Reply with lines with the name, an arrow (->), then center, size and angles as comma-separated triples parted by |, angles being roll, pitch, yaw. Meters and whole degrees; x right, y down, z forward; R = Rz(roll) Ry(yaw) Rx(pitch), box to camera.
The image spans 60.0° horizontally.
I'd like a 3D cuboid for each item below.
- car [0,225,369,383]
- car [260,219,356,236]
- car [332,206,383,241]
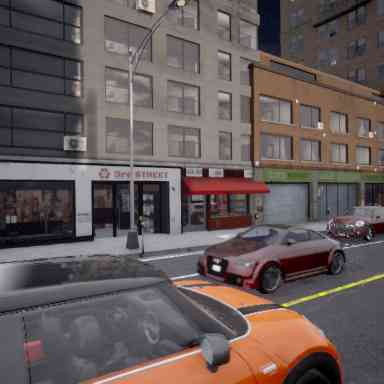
car -> -0.762, 1.351, 2.767 | 4.553, 1.767, 2.097 | 0, 0, -35
car -> 2.187, 1.562, 8.800 | 4.181, 1.385, 1.994 | 0, 0, -35
car -> 8.456, 1.435, 16.440 | 4.097, 1.590, 1.967 | 0, -1, -35
